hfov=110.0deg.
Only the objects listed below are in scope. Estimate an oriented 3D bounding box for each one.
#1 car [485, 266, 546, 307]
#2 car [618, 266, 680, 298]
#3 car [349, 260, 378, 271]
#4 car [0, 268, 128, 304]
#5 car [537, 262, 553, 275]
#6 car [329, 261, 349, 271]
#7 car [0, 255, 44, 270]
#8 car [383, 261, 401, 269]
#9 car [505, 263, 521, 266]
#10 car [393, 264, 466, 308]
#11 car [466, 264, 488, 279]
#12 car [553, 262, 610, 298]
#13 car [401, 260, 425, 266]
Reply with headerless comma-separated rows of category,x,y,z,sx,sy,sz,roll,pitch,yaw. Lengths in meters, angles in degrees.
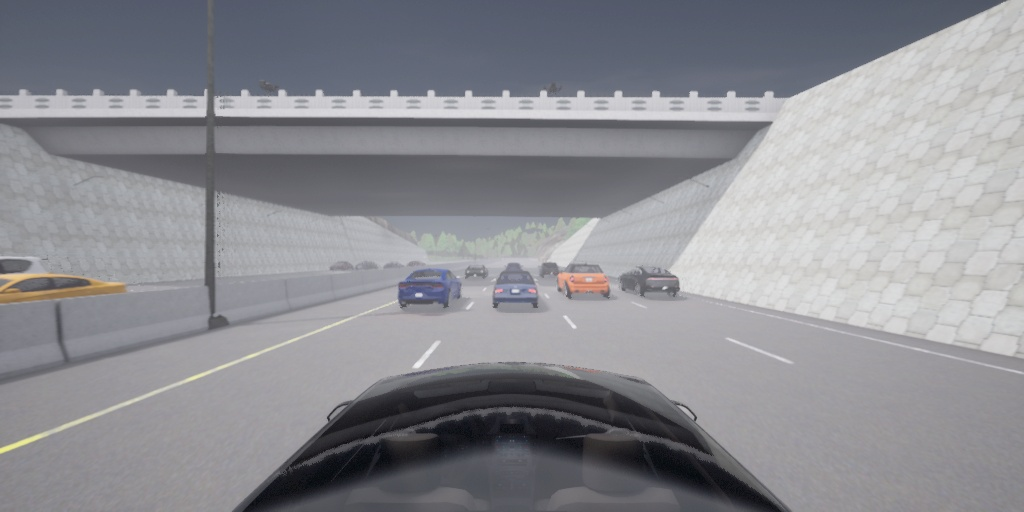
car,0.138,1.340,15.647,2.033,1.411,5.357,0,0,0
car,7.149,1.296,19.157,2.128,1.511,4.902,0,0,0
car,-20.946,1.390,51.716,2.128,1.511,4.902,0,0,0
car,-14.078,1.250,10.115,1.882,1.535,5.008,0,0,0
car,3.695,1.360,35.987,1.837,1.490,4.892,0,0,0
car,-24.444,1.423,51.717,1.812,1.442,4.674,0,0,0
car,-17.577,0.995,10.551,2.150,2.045,5.566,0,0,0
car,-17.440,1.466,52.839,1.994,1.385,4.181,0,0,0
car,0.184,1.383,36.730,1.812,1.442,4.674,0,0,0
car,-3.363,1.269,15.449,1.882,1.535,5.008,0,0,0
car,-3.309,1.450,34.425,1.895,1.301,4.718,0,0,0
car,3.648,1.156,19.071,2.097,1.767,4.553,0,0,0
car,-13.950,1.377,51.715,1.882,1.535,5.008,0,0,0
